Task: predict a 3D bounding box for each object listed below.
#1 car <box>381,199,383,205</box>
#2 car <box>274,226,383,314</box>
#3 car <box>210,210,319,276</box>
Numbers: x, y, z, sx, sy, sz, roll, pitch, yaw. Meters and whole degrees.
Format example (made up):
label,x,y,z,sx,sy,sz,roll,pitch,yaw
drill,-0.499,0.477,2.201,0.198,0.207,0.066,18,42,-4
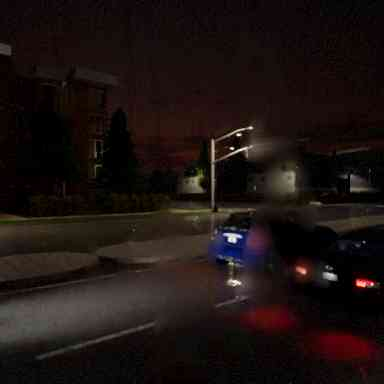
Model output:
label,x,y,z,sx,sy,sz,roll,pitch,yaw
car,33.975,1.518,56.680,4.902,1.511,2.128,0,0,-38
car,4.419,1.551,7.484,5.357,1.411,2.033,0,0,-38
car,2.785,1.356,10.658,4.553,1.767,2.097,0,0,-39
